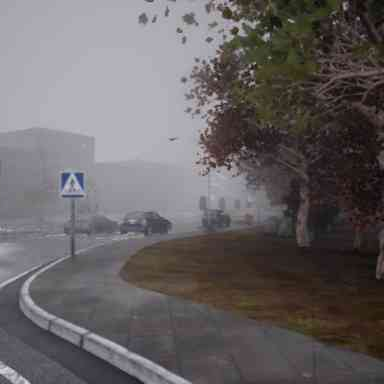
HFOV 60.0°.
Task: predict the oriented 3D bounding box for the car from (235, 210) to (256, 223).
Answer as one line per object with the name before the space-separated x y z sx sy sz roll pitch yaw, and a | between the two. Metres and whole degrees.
car | 8.353 4.035 52.682 1.882 1.535 5.008 0 -2 22

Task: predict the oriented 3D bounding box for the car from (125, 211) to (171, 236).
car | -3.153 2.135 23.577 2.097 1.767 4.553 0 -4 19

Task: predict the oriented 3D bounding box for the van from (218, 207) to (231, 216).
van | 8.122 4.796 82.574 1.878 1.987 4.442 0 -2 22

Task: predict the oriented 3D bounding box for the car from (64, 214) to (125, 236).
car | -6.748 2.213 22.756 1.994 1.385 4.181 0 -4 18

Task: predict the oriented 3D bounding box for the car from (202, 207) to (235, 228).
car | 2.947 3.117 39.266 2.150 2.045 5.566 0 -4 22

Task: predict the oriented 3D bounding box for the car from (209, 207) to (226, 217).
car | 6.059 4.583 77.525 2.435 2.045 5.566 0 -2 22

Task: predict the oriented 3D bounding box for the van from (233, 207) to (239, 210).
van | 10.221 4.984 87.705 1.878 1.987 4.442 0 -2 22
